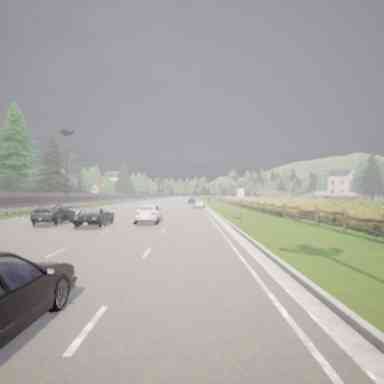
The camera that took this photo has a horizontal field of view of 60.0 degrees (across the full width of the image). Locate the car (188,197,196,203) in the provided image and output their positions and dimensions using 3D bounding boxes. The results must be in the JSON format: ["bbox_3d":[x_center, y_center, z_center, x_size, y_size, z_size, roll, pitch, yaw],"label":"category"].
[{"bbox_3d":[0.040,2.102,90.081,2.128,1.511,4.902,0,0,0],"label":"car"}]

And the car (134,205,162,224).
[{"bbox_3d":[-3.401,1.723,26.290,1.812,1.442,4.674,0,0,0],"label":"car"}]

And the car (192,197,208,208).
[{"bbox_3d":[1.249,1.935,54.855,1.812,1.442,4.674,0,0,0],"label":"car"}]

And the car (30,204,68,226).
[{"bbox_3d":[-10.390,1.681,25.177,2.128,1.511,4.902,0,0,0],"label":"car"}]

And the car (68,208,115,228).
[{"bbox_3d":[-6.888,1.779,23.727,1.895,1.301,4.718,0,0,0],"label":"car"}]

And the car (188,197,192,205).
[{"bbox_3d":[0.033,1.943,75.082,1.882,1.535,5.008,0,0,0],"label":"car"}]

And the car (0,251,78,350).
[{"bbox_3d":[-3.396,1.584,4.771,2.033,1.411,5.357,0,0,0],"label":"car"}]
